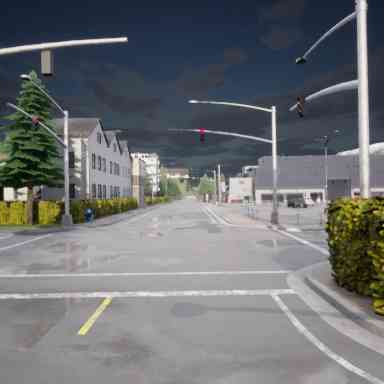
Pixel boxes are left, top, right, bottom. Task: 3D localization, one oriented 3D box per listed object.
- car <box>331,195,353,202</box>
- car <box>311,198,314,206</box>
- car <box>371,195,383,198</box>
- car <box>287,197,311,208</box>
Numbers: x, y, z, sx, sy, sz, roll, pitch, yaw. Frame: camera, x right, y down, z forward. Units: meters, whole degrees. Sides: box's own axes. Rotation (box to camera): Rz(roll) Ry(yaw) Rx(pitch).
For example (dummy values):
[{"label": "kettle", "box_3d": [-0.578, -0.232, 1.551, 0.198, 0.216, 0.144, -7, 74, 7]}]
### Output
[{"label": "car", "box_3d": [25.508, 1.398, 56.498, 2.152, 1.636, 5.027, -1, -1, 0]}, {"label": "car", "box_3d": [19.093, 1.572, 56.161, 1.970, 1.475, 3.806, -1, -1, 0]}, {"label": "car", "box_3d": [19.128, 1.183, 31.236, 1.905, 1.878, 3.866, -1, -1, 0]}, {"label": "car", "box_3d": [15.445, 1.628, 49.105, 2.007, 1.523, 4.514, -1, -1, 0]}]
